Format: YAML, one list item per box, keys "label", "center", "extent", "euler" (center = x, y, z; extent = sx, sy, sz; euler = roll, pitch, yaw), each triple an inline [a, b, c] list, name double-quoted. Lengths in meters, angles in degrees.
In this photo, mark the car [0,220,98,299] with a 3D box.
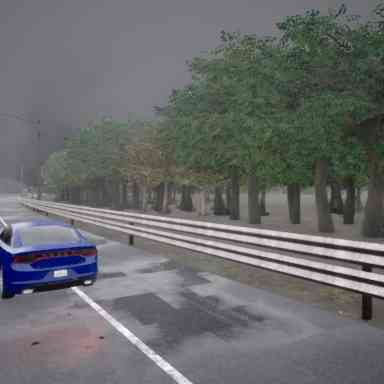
- label: "car"
  center: [-4.021, 1.478, 8.704]
  extent: [1.882, 1.535, 5.008]
  euler: [0, 0, -34]
